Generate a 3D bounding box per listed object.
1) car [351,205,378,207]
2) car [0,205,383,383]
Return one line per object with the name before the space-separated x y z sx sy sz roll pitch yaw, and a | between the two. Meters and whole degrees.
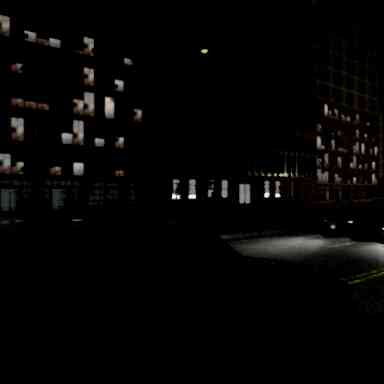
car | 9.077 1.477 18.142 4.902 1.511 2.128 0 0 -35
car | -0.672 1.220 2.960 5.566 2.045 2.150 0 0 -35
